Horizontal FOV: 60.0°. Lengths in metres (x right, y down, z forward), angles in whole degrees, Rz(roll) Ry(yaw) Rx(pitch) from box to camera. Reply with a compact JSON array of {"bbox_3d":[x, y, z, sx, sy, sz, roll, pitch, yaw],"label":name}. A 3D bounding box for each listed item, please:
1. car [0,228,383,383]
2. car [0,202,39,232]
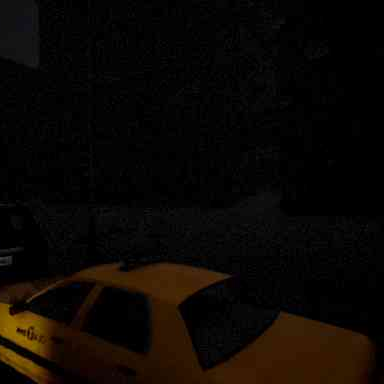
[{"bbox_3d":[-0.813,1.476,3.891,5.366,1.575,1.946,0,0,35],"label":"car"},{"bbox_3d":[-5.290,1.223,6.928,5.566,2.045,2.435,0,0,34],"label":"car"}]
